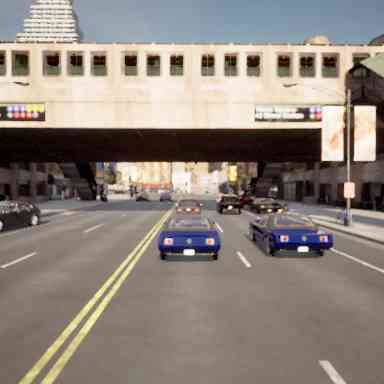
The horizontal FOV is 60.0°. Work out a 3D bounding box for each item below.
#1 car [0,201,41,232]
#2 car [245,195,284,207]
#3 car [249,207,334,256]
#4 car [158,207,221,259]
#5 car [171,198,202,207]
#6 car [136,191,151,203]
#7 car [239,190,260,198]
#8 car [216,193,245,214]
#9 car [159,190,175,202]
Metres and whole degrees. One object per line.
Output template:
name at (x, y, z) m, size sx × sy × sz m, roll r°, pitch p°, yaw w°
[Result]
car at (-10.230, 1.253, 18.097) m, size 2.231 × 1.521 × 4.892 m, roll 0°, pitch 1°, yaw 9°
car at (6.360, 1.219, 29.534) m, size 1.895 × 1.301 × 4.718 m, roll 0°, pitch 1°, yaw -1°
car at (3.408, 1.441, 12.439) m, size 1.895 × 1.301 × 4.718 m, roll 0°, pitch 1°, yaw 0°
car at (-0.088, 1.448, 11.919) m, size 1.895 × 1.301 × 4.718 m, roll 0°, pitch 1°, yaw 0°
car at (-0.231, 1.229, 25.121) m, size 2.033 × 1.411 × 5.357 m, roll 0°, pitch 1°, yaw 0°
car at (-7.597, 0.889, 52.223) m, size 2.033 × 1.411 × 5.357 m, roll 0°, pitch 1°, yaw 0°
car at (6.222, 0.760, 36.924) m, size 2.435 × 2.045 × 5.566 m, roll 0°, pitch 1°, yaw -1°
car at (3.287, 1.091, 30.413) m, size 1.882 × 1.535 × 5.008 m, roll 0°, pitch 1°, yaw 0°
car at (-4.102, 0.841, 52.699) m, size 1.837 × 1.490 × 4.892 m, roll 0°, pitch 0°, yaw 0°
